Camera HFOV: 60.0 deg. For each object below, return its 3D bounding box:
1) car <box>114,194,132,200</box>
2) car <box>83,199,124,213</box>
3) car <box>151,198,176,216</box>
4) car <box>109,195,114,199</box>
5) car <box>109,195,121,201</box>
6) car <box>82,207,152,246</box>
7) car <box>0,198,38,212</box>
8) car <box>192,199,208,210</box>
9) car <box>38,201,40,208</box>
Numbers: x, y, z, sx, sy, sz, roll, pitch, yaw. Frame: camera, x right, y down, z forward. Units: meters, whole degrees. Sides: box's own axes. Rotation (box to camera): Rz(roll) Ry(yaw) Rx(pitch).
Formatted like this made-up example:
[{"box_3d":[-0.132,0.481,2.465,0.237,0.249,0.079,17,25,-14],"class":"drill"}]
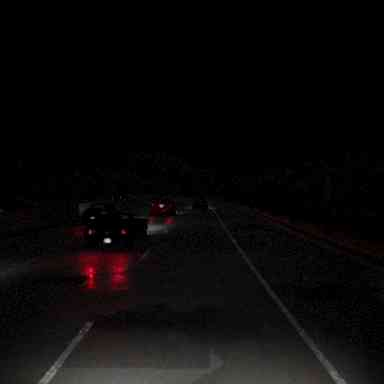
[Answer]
[{"box_3d":[-12.526,1.460,62.305,2.128,1.511,4.902,0,0,2],"class":"car"},{"box_3d":[-6.494,1.512,24.188,1.812,1.442,4.674,0,0,2],"class":"car"},{"box_3d":[-2.749,1.333,32.780,2.097,1.767,4.553,0,0,2],"class":"car"},{"box_3d":[-15.740,1.321,71.561,2.097,1.767,4.553,0,0,2],"class":"car"},{"box_3d":[-18.940,1.444,82.044,1.882,1.535,5.008,0,0,2],"class":"car"},{"box_3d":[-3.231,1.592,15.155,1.895,1.301,4.718,0,0,1],"class":"car"},{"box_3d":[-16.999,1.529,31.236,2.033,1.411,5.357,0,0,2],"class":"car"},{"box_3d":[1.040,1.540,42.847,1.994,1.385,4.181,0,0,2],"class":"car"},{"box_3d":[-20.223,1.502,40.494,1.812,1.442,4.674,0,0,2],"class":"car"}]
